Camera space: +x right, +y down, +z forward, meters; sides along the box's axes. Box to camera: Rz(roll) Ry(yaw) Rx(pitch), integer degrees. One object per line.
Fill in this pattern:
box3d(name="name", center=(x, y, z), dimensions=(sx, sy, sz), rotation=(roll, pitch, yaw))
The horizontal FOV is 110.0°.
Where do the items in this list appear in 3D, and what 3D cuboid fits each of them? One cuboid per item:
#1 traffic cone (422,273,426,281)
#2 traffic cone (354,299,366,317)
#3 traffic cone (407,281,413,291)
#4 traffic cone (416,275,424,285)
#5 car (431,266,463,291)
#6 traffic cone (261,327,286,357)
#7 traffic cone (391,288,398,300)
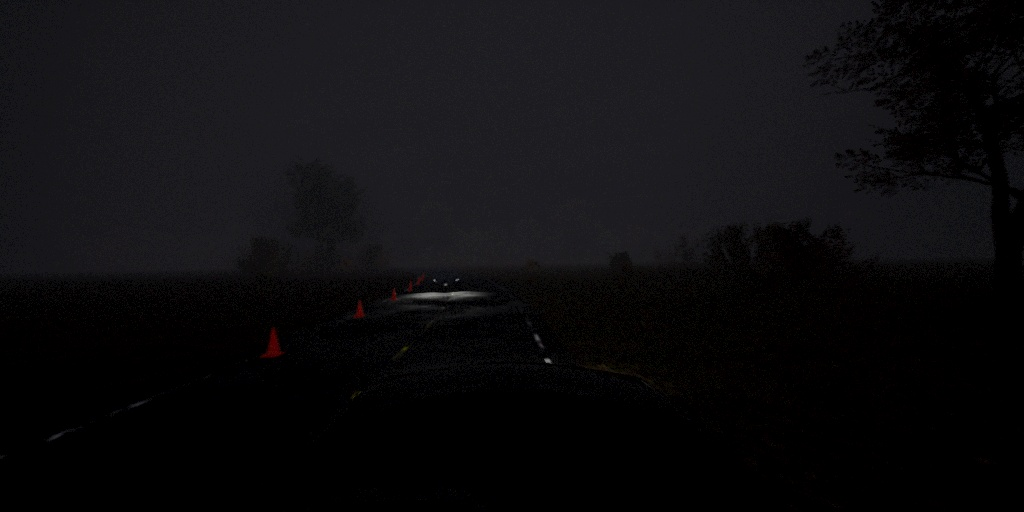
box3d(name="traffic cone", center=(-7.950, 1.896, 31.932), dimensions=(0.340, 0.580, 0.340), rotation=(0, 0, -12))
box3d(name="traffic cone", center=(-5.295, 1.811, 12.490), dimensions=(0.340, 0.580, 0.340), rotation=(0, 0, -4))
box3d(name="traffic cone", center=(-6.297, 1.848, 22.255), dimensions=(0.340, 0.580, 0.340), rotation=(0, 0, -8))
box3d(name="traffic cone", center=(-7.042, 1.871, 27.108), dimensions=(0.340, 0.580, 0.340), rotation=(0, 0, -10))
box3d(name="car", center=(-4.160, 1.387, 23.006), dimensions=(1.812, 1.442, 4.674), rotation=(-1, 0, -8))
box3d(name="traffic cone", center=(-5.041, 1.797, 7.587), dimensions=(0.340, 0.580, 0.340), rotation=(0, 0, -2))
box3d(name="traffic cone", center=(-5.714, 1.828, 17.381), dimensions=(0.340, 0.580, 0.340), rotation=(0, 0, -6))
